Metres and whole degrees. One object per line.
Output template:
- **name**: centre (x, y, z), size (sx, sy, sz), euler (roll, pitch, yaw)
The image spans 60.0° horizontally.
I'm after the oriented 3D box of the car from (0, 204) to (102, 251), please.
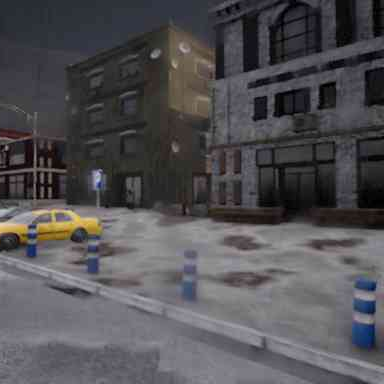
- **car**: centre (-6.362, 1.415, 13.850), size (1.946, 1.575, 5.366), euler (1, 0, 38)
